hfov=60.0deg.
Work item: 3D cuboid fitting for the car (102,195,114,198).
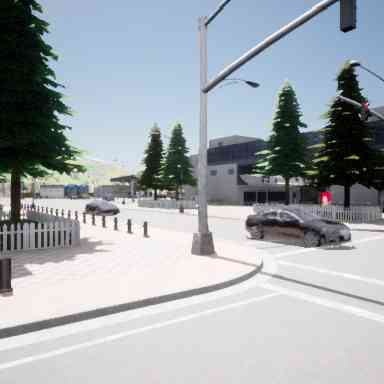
[{"bbox_3d":[-18.885,1.389,75.023,1.845,1.501,3.633,0,0,-37],"label":"car"}]

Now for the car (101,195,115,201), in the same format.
[{"bbox_3d":[-20.905,1.400,82.760,1.970,1.475,3.806,0,0,-37],"label":"car"}]

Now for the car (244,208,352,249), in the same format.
[{"bbox_3d":[4.557,1.506,14.965,2.128,1.511,4.902,0,0,-38],"label":"car"}]

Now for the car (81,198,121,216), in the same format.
[{"bbox_3d":[-8.909,1.563,32.729,2.033,1.411,5.357,0,0,-37],"label":"car"}]

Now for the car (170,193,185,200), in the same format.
[{"bbox_3d":[-3.867,1.113,85.969,1.932,1.855,4.605,0,0,-37],"label":"car"}]

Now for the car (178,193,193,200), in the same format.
[{"bbox_3d":[-1.777,1.092,88.029,1.905,1.878,3.866,0,0,-37],"label":"car"}]
